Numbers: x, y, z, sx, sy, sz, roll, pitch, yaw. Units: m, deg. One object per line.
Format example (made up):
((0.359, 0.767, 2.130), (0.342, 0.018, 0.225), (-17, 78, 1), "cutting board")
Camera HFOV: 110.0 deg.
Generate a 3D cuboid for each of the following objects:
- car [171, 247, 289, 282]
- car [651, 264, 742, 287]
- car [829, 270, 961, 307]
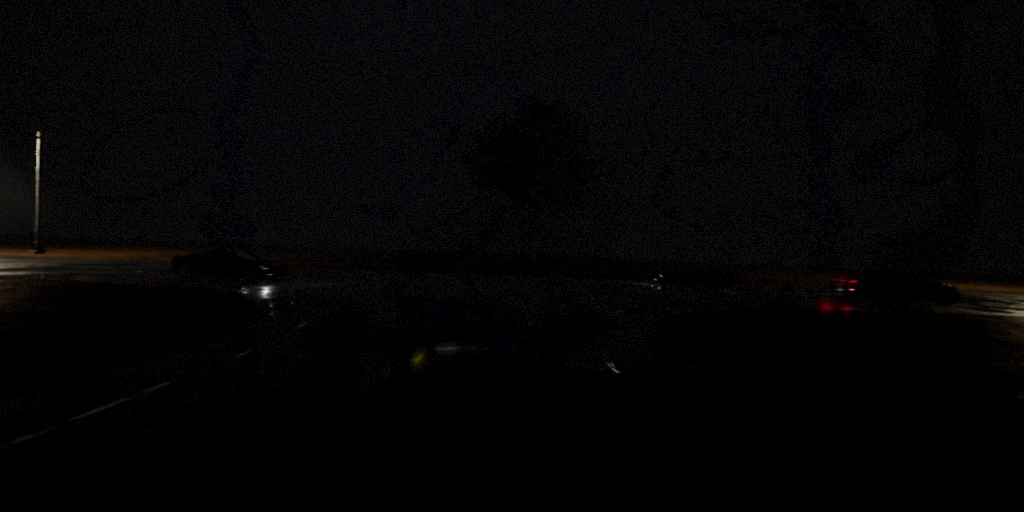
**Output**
((-13.627, 0.372, 17.492), (5.008, 1.535, 1.882), (2, 1, 1), "car")
((12.253, 1.262, 23.927), (5.357, 1.411, 2.033), (2, 1, 1), "car")
((17.834, 1.450, 16.801), (4.902, 1.511, 2.128), (2, 1, 1), "car")
